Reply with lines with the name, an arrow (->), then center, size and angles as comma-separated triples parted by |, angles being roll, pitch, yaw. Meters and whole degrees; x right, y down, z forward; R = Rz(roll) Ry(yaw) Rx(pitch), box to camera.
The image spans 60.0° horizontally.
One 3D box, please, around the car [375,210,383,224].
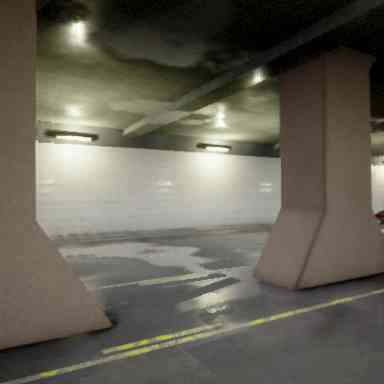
car -> 14.904, 1.771, 24.133 | 4.674, 1.442, 1.812 | 0, -1, -30
